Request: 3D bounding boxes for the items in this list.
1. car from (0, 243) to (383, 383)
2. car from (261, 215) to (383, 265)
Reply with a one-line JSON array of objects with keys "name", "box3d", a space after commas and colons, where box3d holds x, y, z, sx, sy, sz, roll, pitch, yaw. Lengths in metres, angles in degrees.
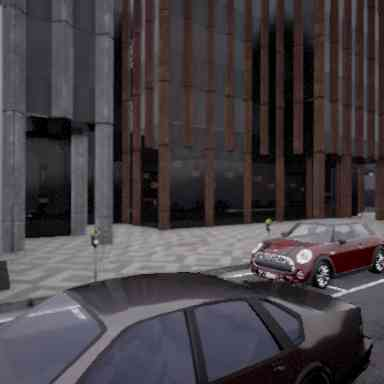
[{"name": "car", "box3d": [-0.487, 1.556, 2.992, 5.357, 1.411, 2.033, 0, 0, -35]}, {"name": "car", "box3d": [3.508, 1.491, 9.159, 4.097, 1.590, 1.967, 0, 0, -36]}]
